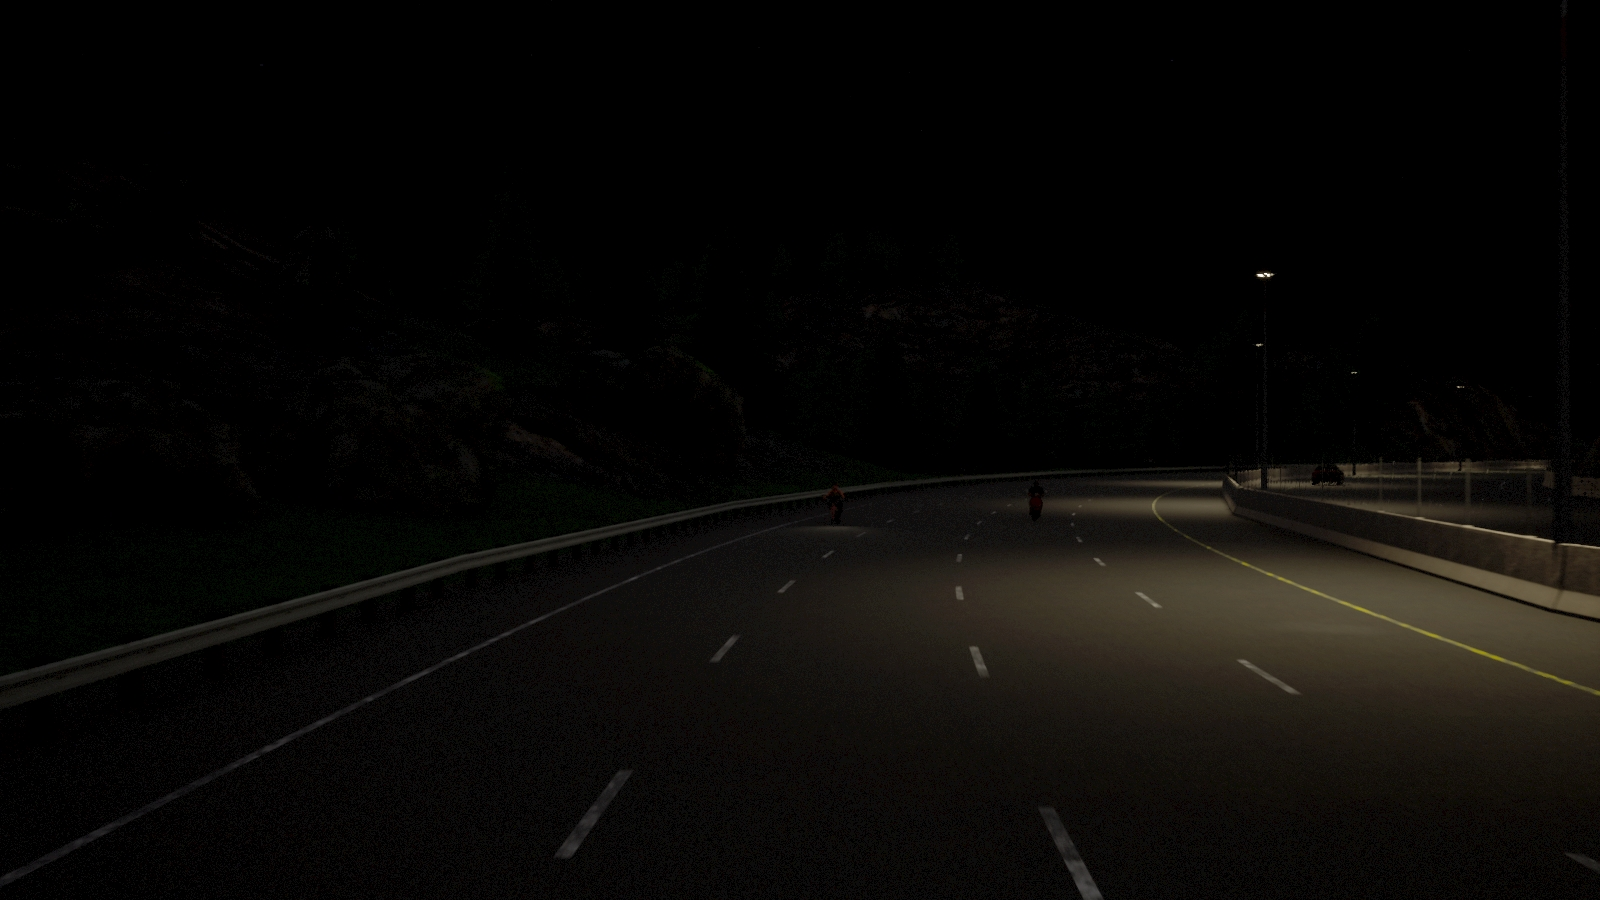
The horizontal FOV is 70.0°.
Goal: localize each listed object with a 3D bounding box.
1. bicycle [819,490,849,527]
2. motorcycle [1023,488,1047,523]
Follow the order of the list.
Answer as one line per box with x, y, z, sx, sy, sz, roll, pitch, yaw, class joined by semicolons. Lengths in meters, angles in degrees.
1.280;2.150;42.248;0.859;1.295;1.487;0;0;12;bicycle
9.298;2.194;45.307;0.856;1.236;1.805;3;1;11;motorcycle
